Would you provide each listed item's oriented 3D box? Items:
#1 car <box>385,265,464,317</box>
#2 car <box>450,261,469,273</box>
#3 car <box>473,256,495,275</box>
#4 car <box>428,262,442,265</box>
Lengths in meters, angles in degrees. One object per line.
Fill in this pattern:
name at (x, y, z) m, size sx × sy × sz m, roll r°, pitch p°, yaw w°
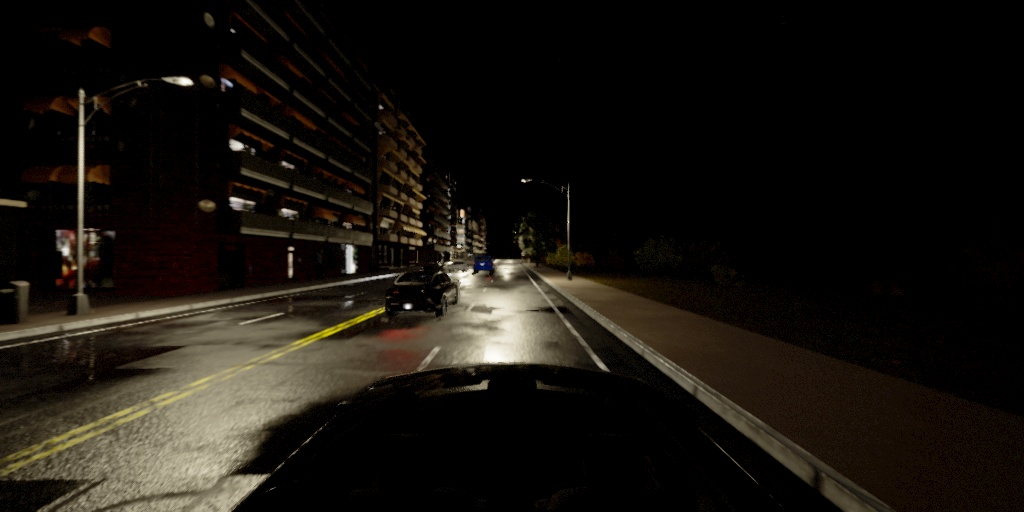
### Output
car at (-3.143, 1.270, 13.244) m, size 1.837 × 1.490 × 4.892 m, roll 0°, pitch 0°, yaw 0°
car at (-6.462, 1.310, 43.396) m, size 1.812 × 1.442 × 4.674 m, roll 0°, pitch 0°, yaw 0°
car at (-3.111, 0.992, 40.340) m, size 2.150 × 2.045 × 5.566 m, roll 0°, pitch 0°, yaw 0°
car at (-9.704, 1.400, 44.009) m, size 1.895 × 1.301 × 4.718 m, roll 0°, pitch 0°, yaw 0°
